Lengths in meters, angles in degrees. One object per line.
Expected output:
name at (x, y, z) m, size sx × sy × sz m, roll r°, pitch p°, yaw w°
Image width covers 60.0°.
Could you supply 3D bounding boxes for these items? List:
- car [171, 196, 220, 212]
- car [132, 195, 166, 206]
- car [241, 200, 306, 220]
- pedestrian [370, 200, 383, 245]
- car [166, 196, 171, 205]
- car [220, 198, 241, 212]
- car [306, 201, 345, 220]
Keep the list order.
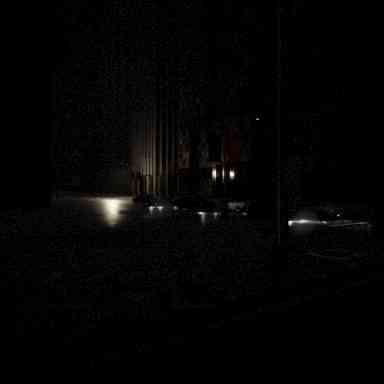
car at (0.253, 1.108, 33.875) m, size 1.882 × 1.535 × 5.008 m, roll 0°, pitch 1°, yaw -35°
car at (-5.841, 1.045, 42.532) m, size 2.033 × 1.411 × 5.357 m, roll 0°, pitch 1°, yaw -35°
car at (6.130, 1.325, 25.528) m, size 1.994 × 1.385 × 4.181 m, roll 0°, pitch 1°, yaw -36°
pedestrian at (7.272, 1.137, 12.964) m, size 0.375 × 1.860 × 0.375 m, roll 0°, pitch 0°, yaw -36°
car at (-2.648, 1.121, 43.651) m, size 1.895 × 1.301 × 4.718 m, roll 0°, pitch 1°, yaw -35°
car at (4.241, 1.272, 33.853) m, size 1.895 × 1.301 × 4.718 m, roll 0°, pitch 1°, yaw -35°
car at (9.535, 1.390, 26.365) m, size 1.895 × 1.301 × 4.718 m, roll 0°, pitch 1°, yaw -36°
